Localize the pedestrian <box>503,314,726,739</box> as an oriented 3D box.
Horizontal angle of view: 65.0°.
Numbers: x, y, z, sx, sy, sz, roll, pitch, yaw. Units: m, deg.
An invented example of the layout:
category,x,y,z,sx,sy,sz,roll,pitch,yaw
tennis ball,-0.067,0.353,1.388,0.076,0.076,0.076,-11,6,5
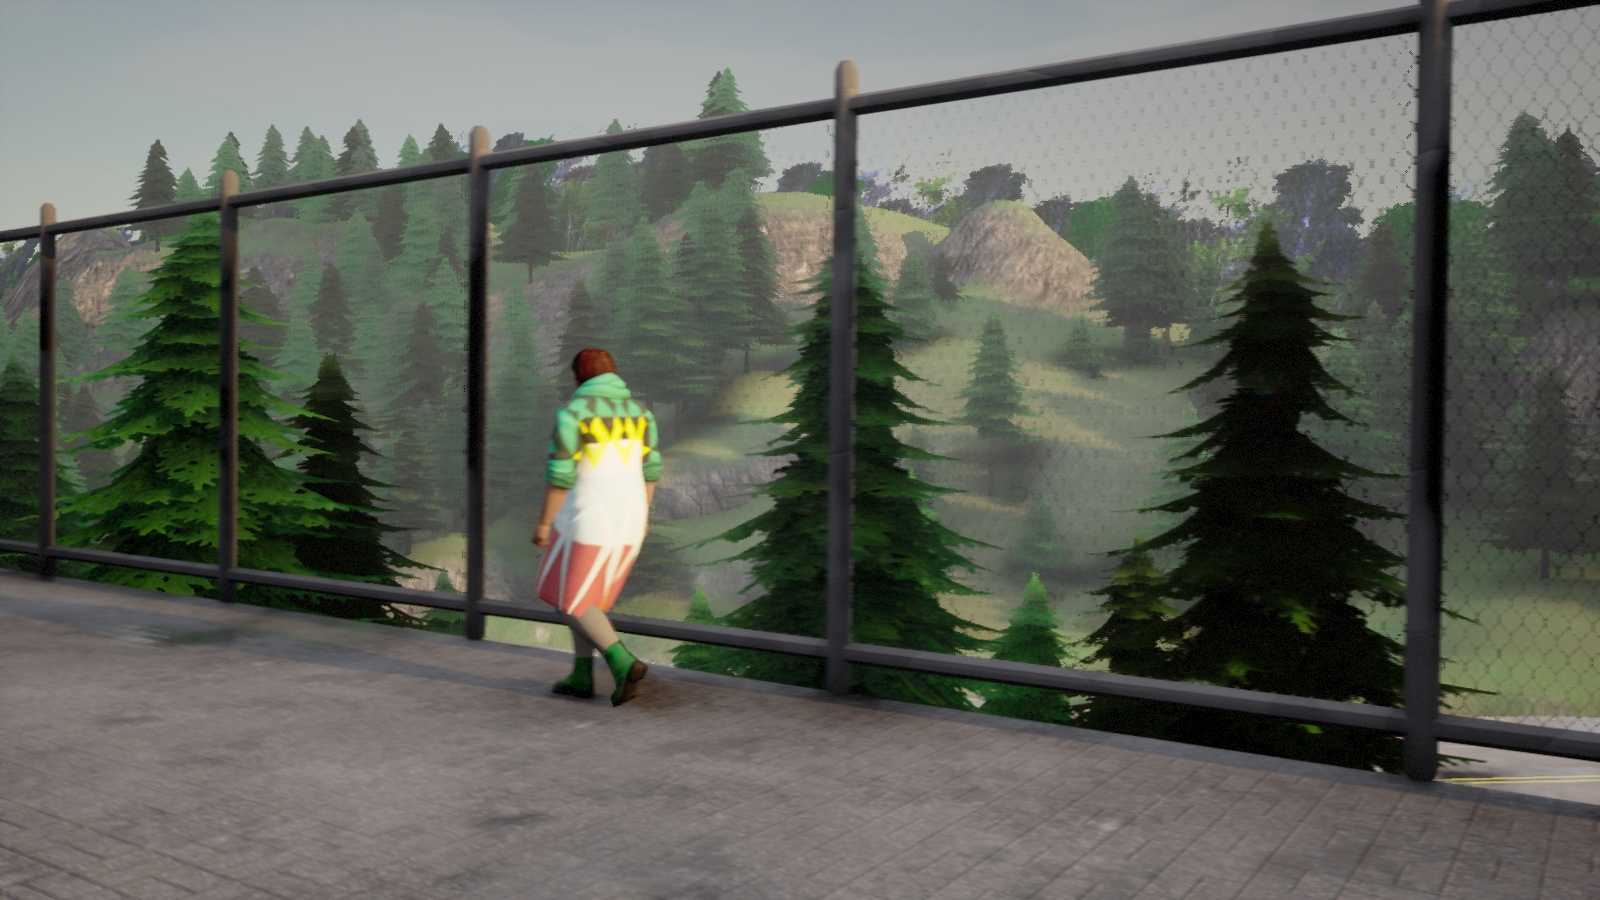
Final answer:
category,x,y,z,sx,sy,sz,roll,pitch,yaw
pedestrian,-0.925,0.347,6.280,0.873,1.952,0.659,0,1,34
